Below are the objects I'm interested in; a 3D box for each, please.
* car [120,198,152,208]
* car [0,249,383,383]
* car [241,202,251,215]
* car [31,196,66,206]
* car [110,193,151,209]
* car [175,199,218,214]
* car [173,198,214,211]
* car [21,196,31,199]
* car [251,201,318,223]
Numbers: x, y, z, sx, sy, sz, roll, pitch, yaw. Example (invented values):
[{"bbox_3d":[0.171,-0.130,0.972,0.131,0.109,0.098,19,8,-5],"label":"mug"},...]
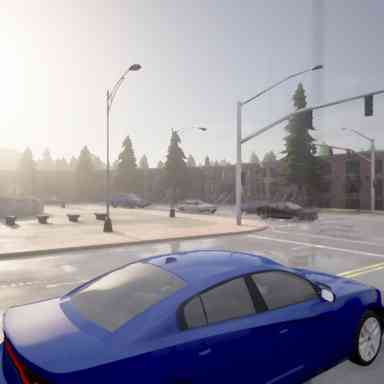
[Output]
[{"bbox_3d":[-8.294,1.596,49.020,4.718,1.301,1.895,0,0,35],"label":"car"},{"bbox_3d":[0.445,1.477,4.113,5.008,1.535,1.882,0,0,-35],"label":"car"},{"bbox_3d":[6.973,1.542,32.124,2.033,1.411,5.357,0,0,-36],"label":"car"},{"bbox_3d":[-22.213,1.479,52.322,5.008,1.535,1.882,0,0,16],"label":"car"},{"bbox_3d":[-8.642,1.214,44.936,5.566,2.045,2.150,1,0,37],"label":"car"},{"bbox_3d":[0.552,1.596,34.899,1.895,1.301,4.718,0,0,-37],"label":"car"},{"bbox_3d":[0.081,1.542,41.172,2.033,1.411,5.357,0,0,-40],"label":"car"},{"bbox_3d":[-29.902,1.502,60.665,4.892,1.490,1.837,0,0,5],"label":"car"},{"bbox_3d":[7.281,1.473,25.717,1.882,1.535,5.008,0,0,-36],"label":"car"}]
